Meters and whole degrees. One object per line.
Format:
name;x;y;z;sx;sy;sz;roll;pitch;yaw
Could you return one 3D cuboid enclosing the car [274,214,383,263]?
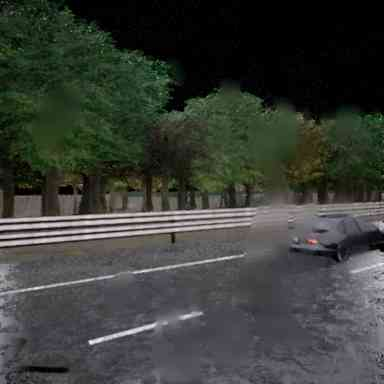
car;5.247;1.508;11.793;5.357;1.411;2.033;0;0;-36
